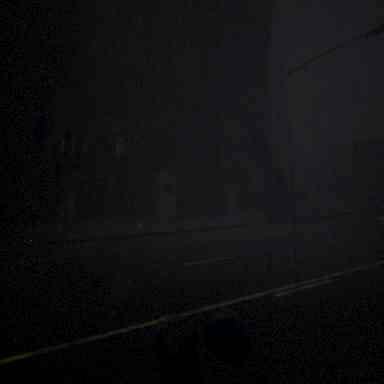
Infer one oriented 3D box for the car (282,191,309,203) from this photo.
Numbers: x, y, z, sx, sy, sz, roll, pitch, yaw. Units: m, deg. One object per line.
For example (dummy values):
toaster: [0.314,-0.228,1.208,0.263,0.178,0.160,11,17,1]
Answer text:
car: [12.436,0.572,40.339,3.806,1.475,1.970,-3,1,-35]
